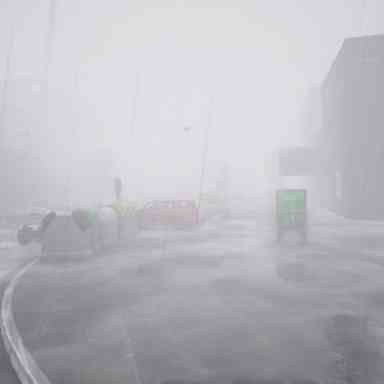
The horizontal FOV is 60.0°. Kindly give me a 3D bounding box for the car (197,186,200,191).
[{"bbox_3d":[-1.207,-0.130,87.876,4.892,1.521,2.231,-1,2,12],"label":"car"}]

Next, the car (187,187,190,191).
[{"bbox_3d":[-3.468,0.306,76.942,4.674,1.452,2.002,-1,2,12],"label":"car"}]

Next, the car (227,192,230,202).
[{"bbox_3d":[2.050,1.167,42.757,4.792,1.488,2.163,-1,2,12],"label":"car"}]

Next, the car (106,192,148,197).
[{"bbox_3d":[-9.696,1.106,46.858,5.566,2.045,2.435,-1,2,12],"label":"car"}]

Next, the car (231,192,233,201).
[{"bbox_3d":[3.238,0.965,48.636,4.674,1.452,2.002,-1,2,12],"label":"car"}]

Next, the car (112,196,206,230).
[{"bbox_3d":[-2.176,1.540,22.732,5.566,2.045,2.435,-1,1,12],"label":"car"}]

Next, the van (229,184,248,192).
[{"bbox_3d":[12.734,-0.944,93.802,4.442,1.987,1.878,-1,2,12],"label":"van"}]

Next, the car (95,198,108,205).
[{"bbox_3d":[-11.988,1.795,35.938,4.674,1.452,2.002,-1,2,12],"label":"car"}]

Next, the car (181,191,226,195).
[{"bbox_3d":[1.450,1.117,39.877,4.553,1.767,2.185,-1,2,12],"label":"car"}]

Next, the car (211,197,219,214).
[{"bbox_3d":[-0.549,1.557,31.299,5.366,1.575,1.946,-1,2,12],"label":"car"}]

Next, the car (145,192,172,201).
[{"bbox_3d":[-6.338,0.792,63.280,4.792,1.488,2.163,-1,2,12],"label":"car"}]

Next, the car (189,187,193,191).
[{"bbox_3d":[-2.938,0.042,79.676,4.553,1.767,2.185,-1,2,12],"label":"car"}]

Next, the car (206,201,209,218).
[{"bbox_3d":[-1.537,1.734,25.612,5.008,1.535,2.097,-1,1,12],"label":"car"}]

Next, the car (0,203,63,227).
[{"bbox_3d":[-13.687,2.021,27.722,4.892,1.521,2.231,-1,1,12],"label":"car"}]

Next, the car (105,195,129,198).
[{"bbox_3d":[-10.858,1.557,41.406,4.892,1.521,2.231,-1,2,12],"label":"car"}]

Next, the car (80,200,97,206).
[{"bbox_3d":[-12.560,1.855,33.208,4.892,1.521,2.231,-1,2,12],"label":"car"}]

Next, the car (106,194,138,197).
[{"bbox_3d":[-10.278,1.457,44.136,5.008,1.535,2.097,-1,2,12],"label":"car"}]

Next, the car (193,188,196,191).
[{"bbox_3d":[-2.357,0.071,82.285,5.008,1.535,2.097,-1,2,12],"label":"car"}]

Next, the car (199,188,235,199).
[{"bbox_3d":[3.802,0.696,51.512,4.553,1.767,2.185,-1,2,12],"label":"car"}]

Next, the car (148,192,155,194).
[{"bbox_3d":[-7.415,0.989,57.799,4.792,1.488,2.163,-1,2,12],"label":"car"}]

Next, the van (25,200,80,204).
[{"bbox_3d":[-13.014,1.719,30.442,4.442,1.987,1.878,-1,1,12],"label":"van"}]

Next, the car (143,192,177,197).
[{"bbox_3d":[-3.583,1.309,38.296,2.097,1.767,4.553,-1,2,12],"label":"car"}]

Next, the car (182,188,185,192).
[{"bbox_3d":[-4.634,0.494,71.478,4.792,1.488,2.163,-1,2,12],"label":"car"}]

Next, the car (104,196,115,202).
[{"bbox_3d":[-11.438,1.661,38.548,4.892,1.521,2.231,-1,2,12],"label":"car"}]

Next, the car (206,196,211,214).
[{"bbox_3d":[-1.000,1.531,28.385,4.553,1.767,2.185,-1,2,12],"label":"car"}]

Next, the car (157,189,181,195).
[{"bbox_3d":[-3.811,0.878,52.737,2.097,1.767,4.553,-1,2,12],"label":"car"}]

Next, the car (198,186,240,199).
[{"bbox_3d":[4.429,0.469,54.249,5.566,2.045,2.435,-1,2,12],"label":"car"}]

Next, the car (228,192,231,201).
[{"bbox_3d":[2.616,1.074,45.640,4.674,1.452,2.002,-1,2,12],"label":"car"}]

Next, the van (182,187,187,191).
[{"bbox_3d":[-4.160,0.142,74.224,4.442,1.987,1.878,-1,2,12],"label":"van"}]

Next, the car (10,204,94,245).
[{"bbox_3d":[-7.473,1.810,18.449,2.097,1.767,4.553,-1,0,6],"label":"car"}]

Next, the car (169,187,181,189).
[{"bbox_3d":[-5.777,0.412,66.003,5.566,2.045,2.435,-1,2,12],"label":"car"}]

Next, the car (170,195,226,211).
[{"bbox_3d":[0.410,1.444,34.100,5.366,1.575,1.946,-1,2,12],"label":"car"}]

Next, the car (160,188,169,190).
[{"bbox_3d":[-6.912,0.736,60.542,4.553,1.767,2.185,-1,2,12],"label":"car"}]
